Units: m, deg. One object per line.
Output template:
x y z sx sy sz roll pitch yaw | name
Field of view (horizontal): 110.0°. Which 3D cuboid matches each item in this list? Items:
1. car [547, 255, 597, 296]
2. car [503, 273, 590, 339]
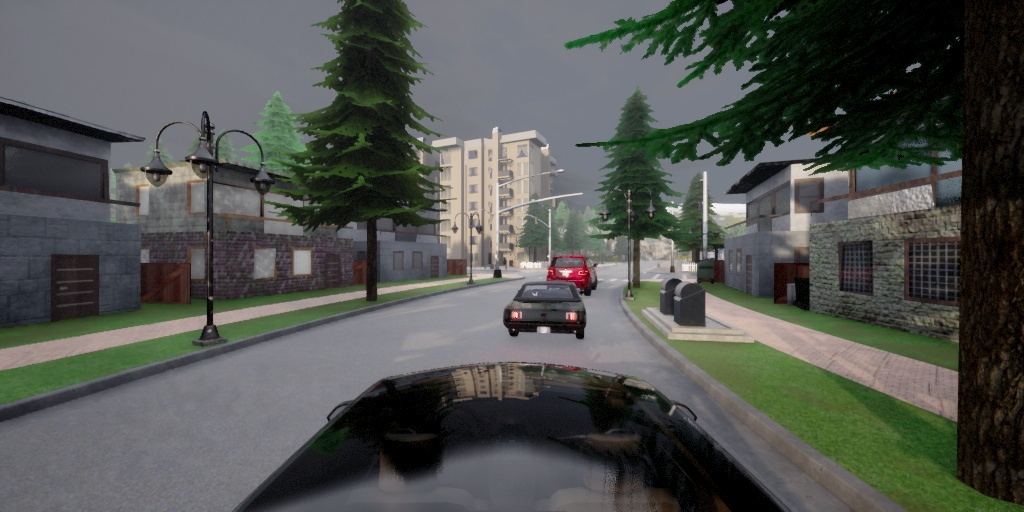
3.369 0.971 19.631 2.150 2.045 5.566 0 0 18 | car
1.073 1.351 10.135 1.895 1.301 4.718 0 0 9 | car
